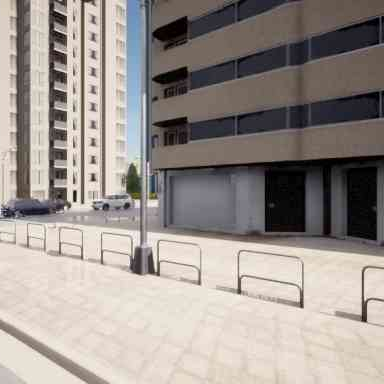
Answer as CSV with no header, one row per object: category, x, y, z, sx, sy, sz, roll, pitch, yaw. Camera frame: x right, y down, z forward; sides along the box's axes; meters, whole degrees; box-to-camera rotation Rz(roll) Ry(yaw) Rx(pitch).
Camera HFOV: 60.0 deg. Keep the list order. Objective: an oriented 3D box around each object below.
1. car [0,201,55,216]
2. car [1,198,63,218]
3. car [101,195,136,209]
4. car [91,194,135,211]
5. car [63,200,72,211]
car,-16.767,1.656,34.075,1.895,1.301,4.718,0,0,38
car,-14.793,1.407,30.674,2.097,1.767,4.553,0,0,39
car,-10.420,1.407,47.632,2.097,1.767,4.553,0,0,39
car,-10.133,1.277,42.399,2.150,2.045,5.566,0,0,39
car,-16.816,1.560,39.632,1.837,1.490,4.892,0,0,39
